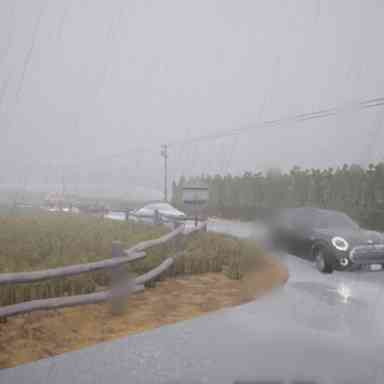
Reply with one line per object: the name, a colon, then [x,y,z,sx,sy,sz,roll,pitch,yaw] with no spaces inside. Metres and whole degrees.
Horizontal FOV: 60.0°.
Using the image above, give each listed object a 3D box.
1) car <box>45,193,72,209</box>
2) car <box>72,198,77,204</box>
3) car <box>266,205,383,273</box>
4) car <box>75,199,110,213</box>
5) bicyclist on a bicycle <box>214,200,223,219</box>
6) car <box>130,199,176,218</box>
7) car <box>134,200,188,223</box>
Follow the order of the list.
car: [-19.304,1.217,47.127,2.150,2.045,5.566,0,0,-35]
car: [-18.529,1.563,51.386,1.994,1.385,4.181,0,0,-39]
car: [4.228,1.351,10.773,2.097,1.767,4.553,0,0,-14]
car: [-9.923,1.600,33.767,1.895,1.301,4.718,0,0,-35]
bicyclist on a bicycle: [2.453,1.453,27.814,1.656,1.620,0.582,0,0,-35]
car: [-3.733,1.490,30.905,2.128,1.511,4.902,0,0,-35]
car: [-2.123,1.524,22.798,1.812,1.442,4.674,0,0,-35]
